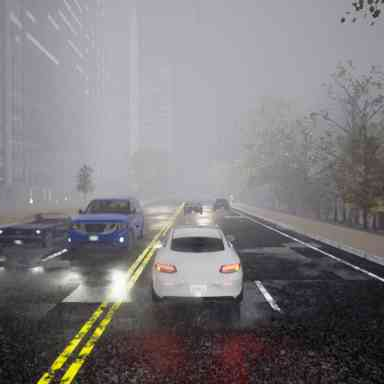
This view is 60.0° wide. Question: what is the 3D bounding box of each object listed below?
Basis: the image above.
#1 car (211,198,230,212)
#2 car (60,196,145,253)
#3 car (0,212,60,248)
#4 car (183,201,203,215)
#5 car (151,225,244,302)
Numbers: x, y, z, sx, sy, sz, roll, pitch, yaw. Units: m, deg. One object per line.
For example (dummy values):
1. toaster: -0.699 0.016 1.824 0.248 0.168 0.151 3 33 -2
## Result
1. car: 3.368 1.501 39.413 1.837 1.490 4.892 0 0 0
2. car: -3.345 1.220 14.097 2.150 2.045 5.566 0 0 0
3. car: -6.595 1.599 14.847 1.895 1.301 4.718 0 0 0
4. car: 0.116 1.598 33.837 1.895 1.301 4.718 0 0 0
5. car: 0.103 1.525 8.112 1.812 1.442 4.674 0 0 0
